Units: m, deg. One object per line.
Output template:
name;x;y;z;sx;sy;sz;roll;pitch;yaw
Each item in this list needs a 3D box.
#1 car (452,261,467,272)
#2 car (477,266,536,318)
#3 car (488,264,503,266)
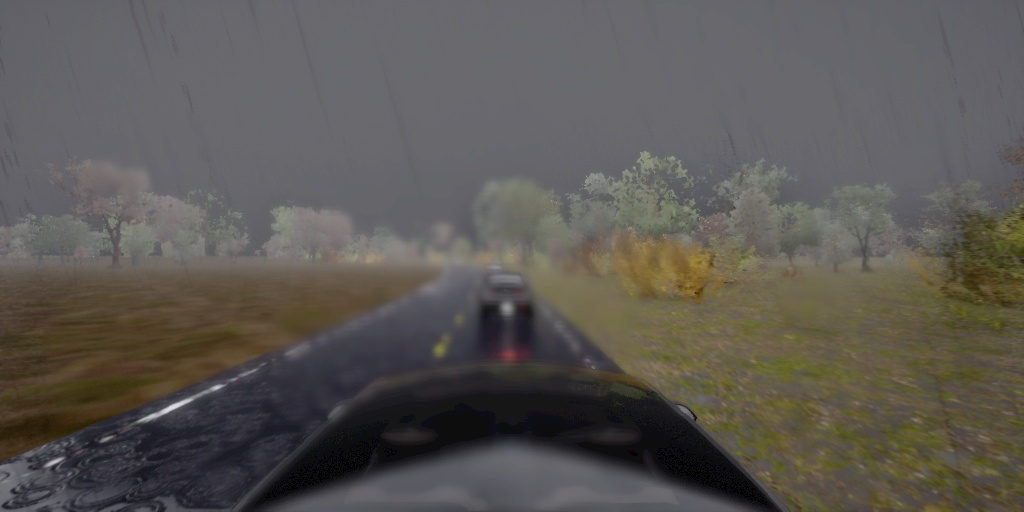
car;-7.553;1.406;51.159;1.882;1.535;5.008;0;-1;-10
car;-0.213;1.298;13.125;1.837;1.490;4.892;0;0;-2
car;-1.331;1.375;29.085;1.812;1.442;4.674;0;0;-5
